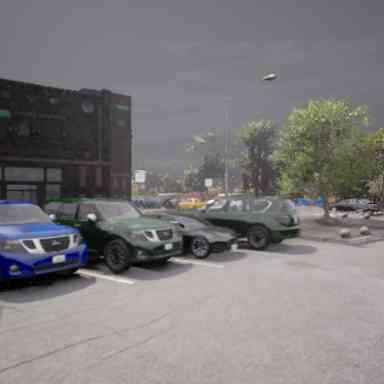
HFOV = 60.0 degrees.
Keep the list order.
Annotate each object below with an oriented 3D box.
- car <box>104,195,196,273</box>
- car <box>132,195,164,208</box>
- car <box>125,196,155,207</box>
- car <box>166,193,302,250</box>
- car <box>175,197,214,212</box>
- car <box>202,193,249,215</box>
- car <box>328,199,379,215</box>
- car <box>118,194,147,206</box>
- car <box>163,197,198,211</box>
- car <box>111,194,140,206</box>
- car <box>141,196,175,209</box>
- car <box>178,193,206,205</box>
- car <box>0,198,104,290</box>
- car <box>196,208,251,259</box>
[{"bbox_3d":[-2.934,1.227,10.962,5.566,2.045,2.435,-1,-1,35],"label":"car"},{"bbox_3d":[-6.478,1.320,49.866,2.185,1.767,4.553,-1,0,36],"label":"car"},{"bbox_3d":[-8.129,1.487,52.381,2.002,1.452,4.674,-1,0,36],"label":"car"},{"bbox_3d":[1.831,1.216,14.414,5.566,2.045,2.435,-1,0,35],"label":"car"},{"bbox_3d":[0.378,1.436,40.079,1.946,1.575,5.366,-1,0,36],"label":"car"},{"bbox_3d":[3.630,1.190,34.923,2.435,2.045,5.566,0,1,36],"label":"car"},{"bbox_3d":[15.998,1.431,33.222,2.128,1.511,4.902,0,0,-31],"label":"car"},{"bbox_3d":[-9.780,1.322,54.896,2.185,1.767,4.553,0,1,36],"label":"car"},{"bbox_3d":[-1.419,1.483,42.415,2.002,1.452,4.674,-1,0,36],"label":"car"},{"bbox_3d":[-11.453,1.324,57.388,2.185,1.767,4.553,0,1,36],"label":"car"},{"bbox_3d":[-4.766,1.444,47.399,2.097,1.535,5.008,0,1,36],"label":"car"},{"bbox_3d":[-0.085,1.170,57.307,2.150,2.045,5.566,0,0,-34],"label":"car"},{"bbox_3d":[-5.344,1.233,9.245,5.566,2.045,2.435,-1,-1,35],"label":"car"},{"bbox_3d":[-0.520,1.502,12.687,4.792,1.488,2.163,-1,-1,34],"label":"car"}]
